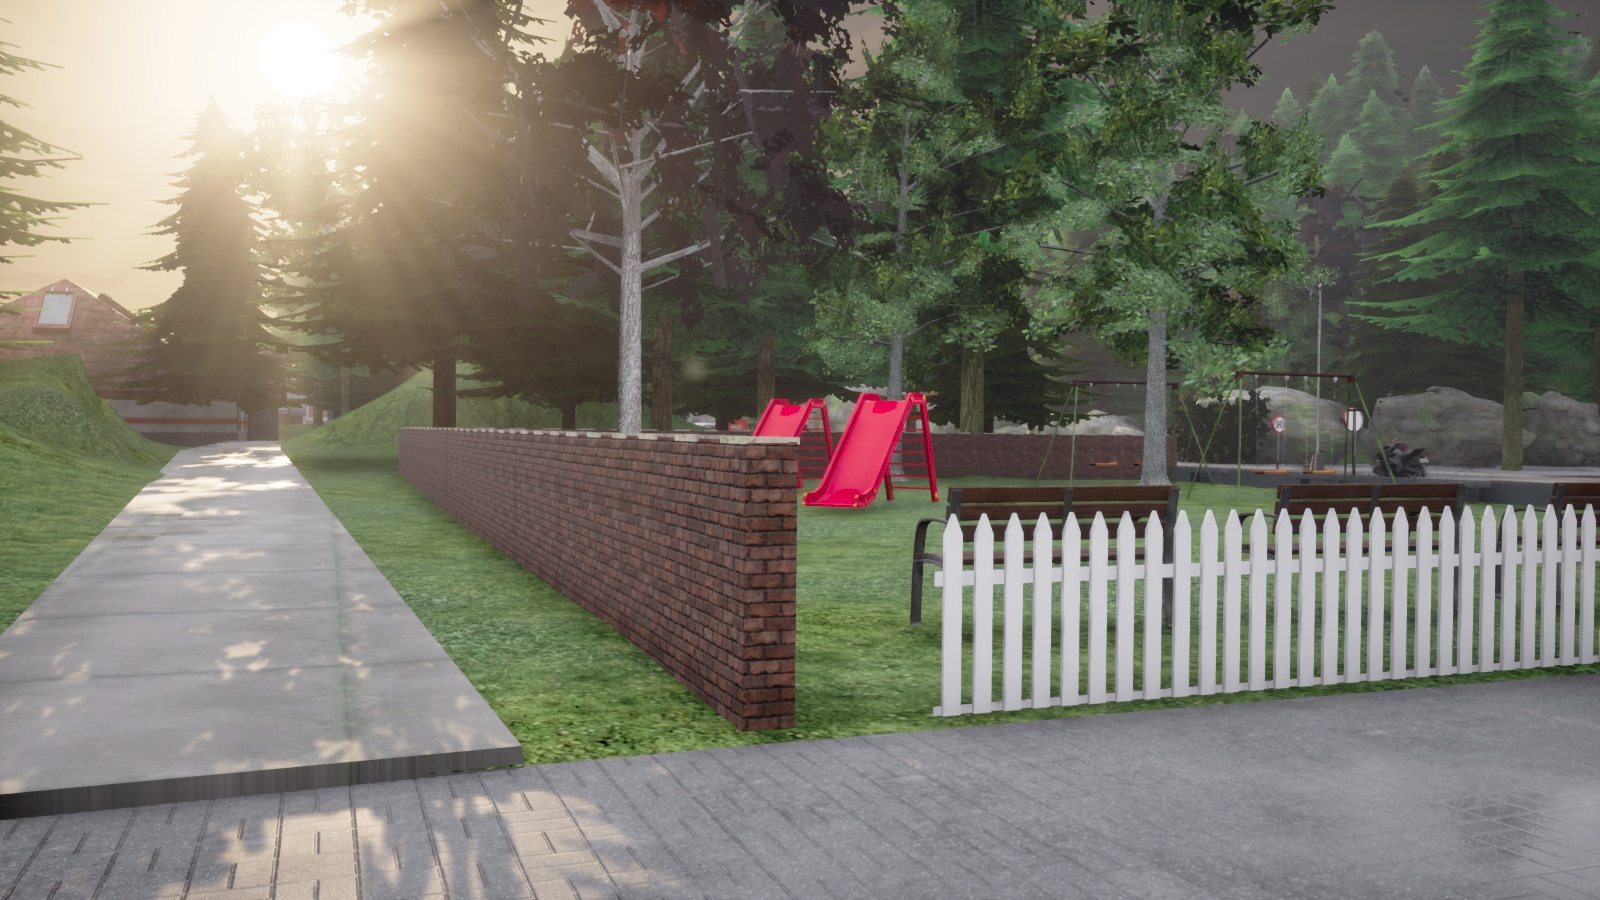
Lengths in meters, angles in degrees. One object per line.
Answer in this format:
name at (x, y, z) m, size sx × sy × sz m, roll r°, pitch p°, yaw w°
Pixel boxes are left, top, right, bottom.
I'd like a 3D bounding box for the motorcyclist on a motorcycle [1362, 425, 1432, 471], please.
motorcyclist on a motorcycle at (20.608, -0.096, 43.382) m, size 0.866 × 1.530 × 2.191 m, roll -1°, pitch 1°, yaw -21°
